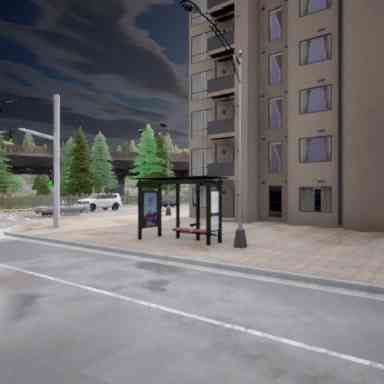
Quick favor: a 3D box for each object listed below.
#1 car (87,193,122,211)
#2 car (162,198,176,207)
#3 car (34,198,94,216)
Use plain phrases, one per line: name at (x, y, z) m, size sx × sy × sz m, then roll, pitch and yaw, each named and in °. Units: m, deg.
car at (-10.685, 1.156, 38.467) m, size 2.150 × 2.045 × 5.566 m, roll 0°, pitch 0°, yaw 37°
car at (-4.179, 1.482, 46.430) m, size 2.033 × 1.411 × 5.357 m, roll 0°, pitch 0°, yaw 44°
car at (-11.869, 1.537, 30.709) m, size 1.895 × 1.301 × 4.718 m, roll 0°, pitch 0°, yaw 36°
